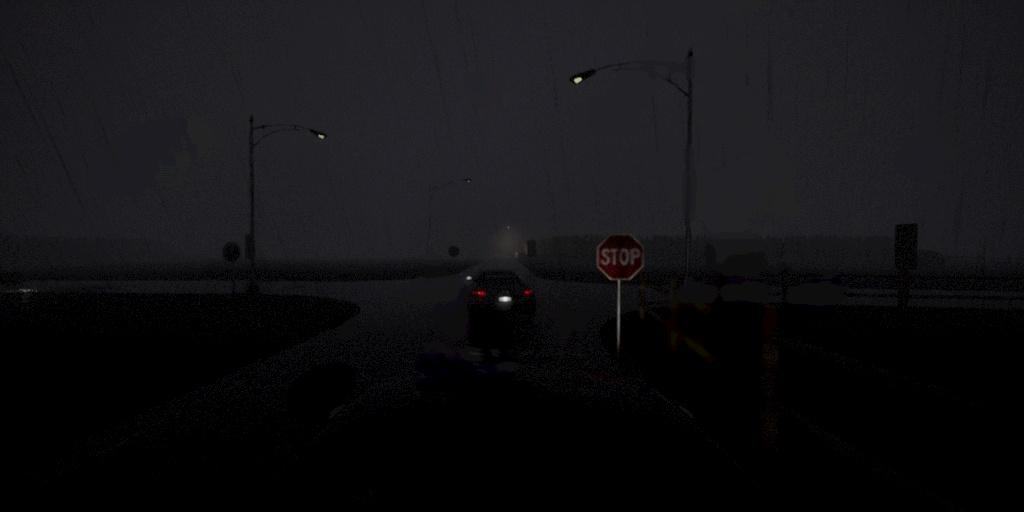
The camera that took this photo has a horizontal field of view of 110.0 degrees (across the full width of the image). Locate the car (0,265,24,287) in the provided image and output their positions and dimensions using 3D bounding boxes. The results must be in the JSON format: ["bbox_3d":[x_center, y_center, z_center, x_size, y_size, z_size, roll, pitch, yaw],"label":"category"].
[{"bbox_3d":[-29.289,0.939,19.102,5.008,1.535,1.882,0,1,1],"label":"car"}]

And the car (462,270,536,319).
[{"bbox_3d":[-0.563,1.154,12.050,1.994,1.385,4.181,0,1,-10],"label":"car"}]
